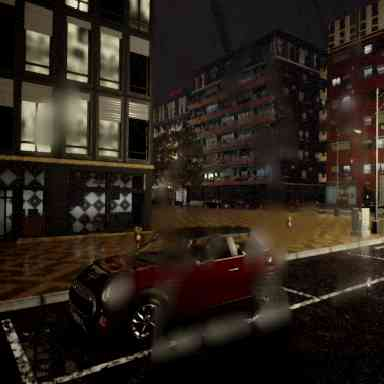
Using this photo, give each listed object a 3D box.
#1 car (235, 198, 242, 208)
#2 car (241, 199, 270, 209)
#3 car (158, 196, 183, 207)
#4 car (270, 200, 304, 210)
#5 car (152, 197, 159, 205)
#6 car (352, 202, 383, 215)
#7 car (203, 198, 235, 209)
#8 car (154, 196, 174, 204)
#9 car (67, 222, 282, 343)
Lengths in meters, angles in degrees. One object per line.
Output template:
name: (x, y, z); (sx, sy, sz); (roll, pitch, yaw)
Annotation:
car: (6.903, 1.725, 55.261); (1.967, 1.590, 4.097); (1, -1, -35)
car: (10.168, 1.799, 50.625); (1.887, 1.381, 4.507); (1, -1, -35)
car: (-3.217, 1.733, 55.076); (1.887, 1.381, 4.507); (1, -1, -35)
car: (13.433, 1.806, 45.988); (1.802, 1.307, 4.206); (1, -1, -35)
car: (-6.482, 1.763, 59.712); (1.887, 1.381, 4.507); (1, -1, -35)
car: (19.964, 1.729, 36.716); (1.947, 1.339, 4.313); (1, -1, -35)
car: (3.314, 1.677, 45.803); (2.008, 1.369, 4.403); (1, -1, -35)
car: (-6.158, 1.724, 73.807); (2.192, 1.841, 5.009); (1, -1, -35)
car: (-0.200, 1.441, 6.395); (4.097, 1.590, 1.967); (0, 1, -35)
